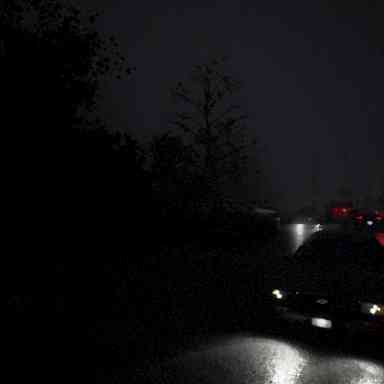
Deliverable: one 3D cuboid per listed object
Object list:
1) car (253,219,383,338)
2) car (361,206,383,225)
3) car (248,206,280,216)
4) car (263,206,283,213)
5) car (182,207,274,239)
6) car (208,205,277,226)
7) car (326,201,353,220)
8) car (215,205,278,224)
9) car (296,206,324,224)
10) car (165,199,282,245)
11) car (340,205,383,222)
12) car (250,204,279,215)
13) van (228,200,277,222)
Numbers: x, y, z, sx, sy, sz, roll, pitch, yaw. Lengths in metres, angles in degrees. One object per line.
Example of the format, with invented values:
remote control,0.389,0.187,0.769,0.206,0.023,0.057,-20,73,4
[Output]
car,3.259,1.587,7.256,2.033,1.411,5.357,0,0,30
car,17.626,2.023,28.444,5.366,1.575,1.946,0,-2,15
car,11.367,2.925,52.404,4.674,1.452,2.002,0,-3,16
car,20.681,4.512,85.123,5.008,1.535,2.097,0,-3,16
car,2.092,1.680,18.931,4.892,1.521,2.231,0,-1,15
car,4.164,1.870,27.184,5.366,1.575,1.946,0,-1,15
car,14.835,1.896,33.399,2.150,2.045,5.566,0,-2,15
car,4.874,1.945,29.748,5.366,1.575,1.946,0,-2,15
car,10.261,2.035,29.456,1.812,1.442,4.674,0,-2,16
car,1.415,1.380,16.354,5.566,2.045,2.435,0,-1,15
car,12.156,1.899,23.809,1.812,1.442,4.674,0,-1,16
car,12.171,2.910,55.476,4.553,1.767,2.185,0,-3,16
van,5.912,1.808,32.365,4.442,1.987,1.878,0,-2,15
